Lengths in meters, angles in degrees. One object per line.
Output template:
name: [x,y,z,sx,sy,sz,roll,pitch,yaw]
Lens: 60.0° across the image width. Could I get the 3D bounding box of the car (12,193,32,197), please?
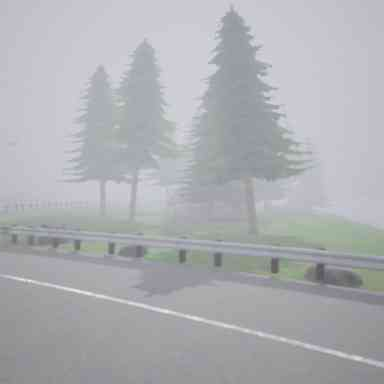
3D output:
car: [-38.589,1.187,75.621,2.150,2.045,5.566,0,0,5]
